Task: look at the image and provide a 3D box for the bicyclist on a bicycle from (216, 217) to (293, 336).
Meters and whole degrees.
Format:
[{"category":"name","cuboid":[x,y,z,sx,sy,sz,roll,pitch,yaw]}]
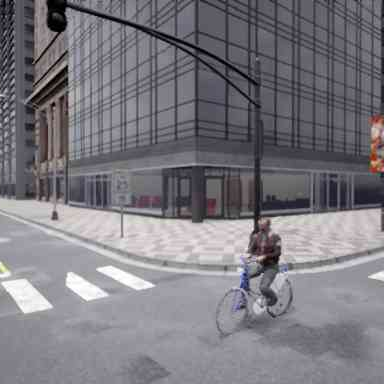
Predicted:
[{"category":"bicyclist on a bicycle","cuboid":[1.052,1.297,5.367,1.843,1.776,0.659,0,1,-38]}]
